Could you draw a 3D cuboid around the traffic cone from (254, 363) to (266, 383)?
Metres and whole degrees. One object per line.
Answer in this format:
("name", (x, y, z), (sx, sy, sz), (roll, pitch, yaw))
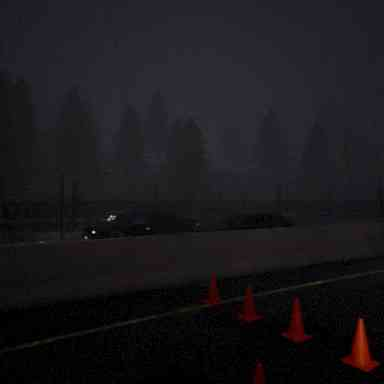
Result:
("traffic cone", (0.662, 1.967, 3.234), (0.340, 0.580, 0.340), (1, 0, -37))

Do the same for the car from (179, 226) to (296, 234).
("car", (2.176, 1.554, 13.812), (4.892, 1.490, 1.837), (1, 0, -30))

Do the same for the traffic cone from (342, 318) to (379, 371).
("traffic cone", (2.254, 1.985, 4.444), (0.340, 0.580, 0.340), (1, 0, -37))

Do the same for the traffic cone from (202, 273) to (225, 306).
("traffic cone", (0.439, 1.972, 6.832), (0.340, 0.580, 0.340), (1, 0, -37))

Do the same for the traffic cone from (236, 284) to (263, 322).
("traffic cone", (1.044, 1.976, 6.036), (0.340, 0.580, 0.340), (1, 0, -37))

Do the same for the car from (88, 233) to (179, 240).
("car", (-2.193, 1.558, 15.390), (5.357, 1.411, 2.033), (1, 0, -31))

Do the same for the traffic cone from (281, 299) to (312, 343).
("traffic cone", (1.649, 1.980, 5.240), (0.340, 0.580, 0.340), (1, 0, -37))
